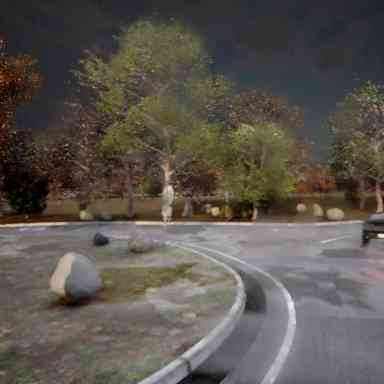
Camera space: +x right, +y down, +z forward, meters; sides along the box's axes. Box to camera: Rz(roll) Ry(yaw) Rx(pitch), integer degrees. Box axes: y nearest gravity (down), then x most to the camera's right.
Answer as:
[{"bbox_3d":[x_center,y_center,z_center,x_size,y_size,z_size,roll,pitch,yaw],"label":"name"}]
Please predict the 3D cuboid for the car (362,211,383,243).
[{"bbox_3d":[9.890,1.734,16.613,1.837,1.490,4.892,-2,-2,38],"label":"car"}]
